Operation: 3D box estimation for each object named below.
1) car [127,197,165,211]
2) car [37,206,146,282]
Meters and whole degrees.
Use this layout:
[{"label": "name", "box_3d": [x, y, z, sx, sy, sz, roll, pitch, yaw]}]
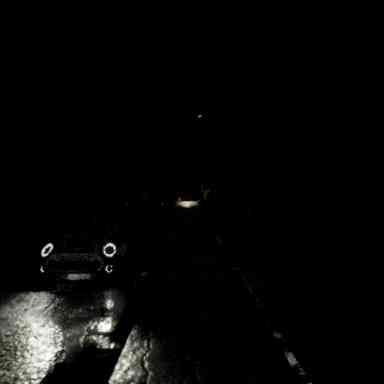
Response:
[{"label": "car", "box_3d": [-6.776, 1.807, 48.649, 5.566, 2.045, 2.150, 0, 0, -4]}, {"label": "car", "box_3d": [-2.851, 1.471, 10.230, 2.097, 1.767, 4.553, 0, -1, 0]}]
